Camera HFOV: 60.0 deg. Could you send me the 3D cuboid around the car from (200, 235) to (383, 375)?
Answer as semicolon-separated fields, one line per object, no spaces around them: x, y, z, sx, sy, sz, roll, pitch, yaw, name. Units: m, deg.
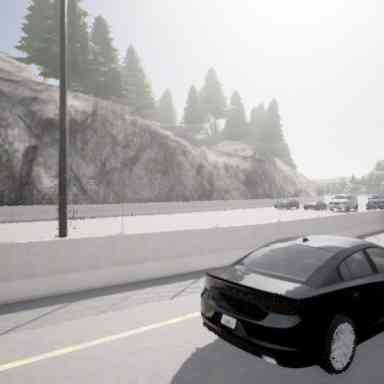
2.433;1.484;5.703;5.008;1.535;1.882;0;0;-37;car
